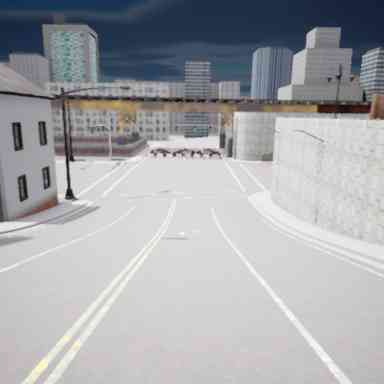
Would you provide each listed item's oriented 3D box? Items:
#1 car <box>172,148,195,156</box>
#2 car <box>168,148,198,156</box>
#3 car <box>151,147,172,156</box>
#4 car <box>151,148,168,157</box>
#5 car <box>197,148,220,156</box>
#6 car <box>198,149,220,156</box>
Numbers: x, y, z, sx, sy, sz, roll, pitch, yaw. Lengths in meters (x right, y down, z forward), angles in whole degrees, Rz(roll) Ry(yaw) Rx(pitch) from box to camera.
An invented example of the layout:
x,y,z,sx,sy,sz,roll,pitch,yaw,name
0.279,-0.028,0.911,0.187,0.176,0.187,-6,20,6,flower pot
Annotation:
x,y,z,sx,sy,sz,roll,pitch,yaw,name
-1.745,-8.451,69.676,4.536,1.218,1.853,-8,16,-35,car
-1.790,-8.292,69.681,4.974,1.542,2.038,-8,16,-35,car
-6.432,-8.530,69.707,4.536,1.218,1.853,13,18,43,car
-6.397,-8.368,69.707,4.974,1.542,2.038,13,18,43,car
3.542,-8.536,70.397,4.536,1.218,1.853,8,15,28,car
3.585,-8.376,70.408,4.974,1.542,2.038,8,15,28,car
